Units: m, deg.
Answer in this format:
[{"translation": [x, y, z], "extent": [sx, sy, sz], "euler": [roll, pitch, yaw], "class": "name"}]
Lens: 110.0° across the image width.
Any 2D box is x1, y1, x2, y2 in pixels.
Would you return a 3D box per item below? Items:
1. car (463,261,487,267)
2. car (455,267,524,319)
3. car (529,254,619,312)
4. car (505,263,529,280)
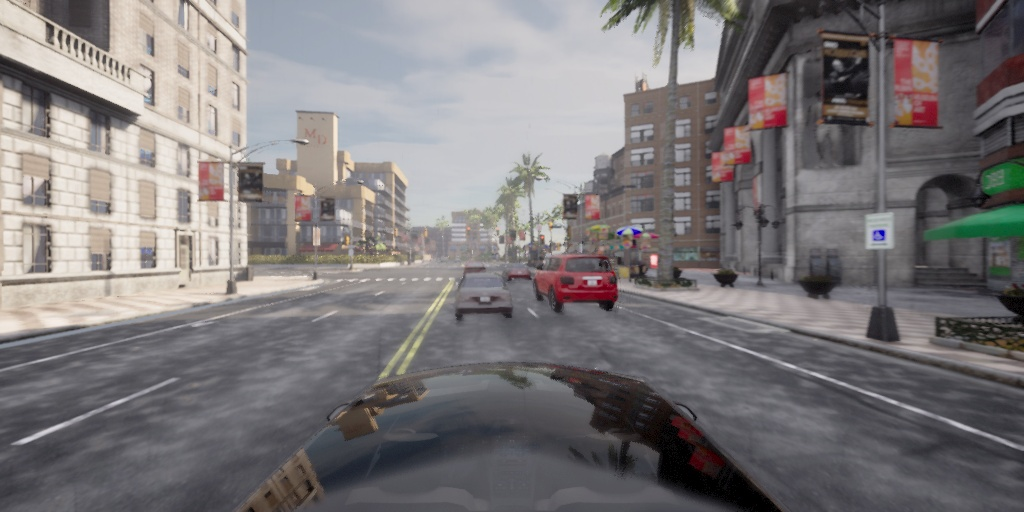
[{"translation": [-3.166, 1.207, 30.861], "extent": [1.882, 1.535, 5.008], "euler": [0, 0, -6], "class": "car"}, {"translation": [-1.049, 1.289, 12.836], "extent": [2.033, 1.411, 5.357], "euler": [0, 0, -6], "class": "car"}, {"translation": [2.312, 0.945, 14.275], "extent": [2.150, 2.045, 5.566], "euler": [0, 0, -6], "class": "car"}, {"translation": [0.398, 1.275, 30.485], "extent": [1.994, 1.385, 4.181], "euler": [0, 0, -6], "class": "car"}]
